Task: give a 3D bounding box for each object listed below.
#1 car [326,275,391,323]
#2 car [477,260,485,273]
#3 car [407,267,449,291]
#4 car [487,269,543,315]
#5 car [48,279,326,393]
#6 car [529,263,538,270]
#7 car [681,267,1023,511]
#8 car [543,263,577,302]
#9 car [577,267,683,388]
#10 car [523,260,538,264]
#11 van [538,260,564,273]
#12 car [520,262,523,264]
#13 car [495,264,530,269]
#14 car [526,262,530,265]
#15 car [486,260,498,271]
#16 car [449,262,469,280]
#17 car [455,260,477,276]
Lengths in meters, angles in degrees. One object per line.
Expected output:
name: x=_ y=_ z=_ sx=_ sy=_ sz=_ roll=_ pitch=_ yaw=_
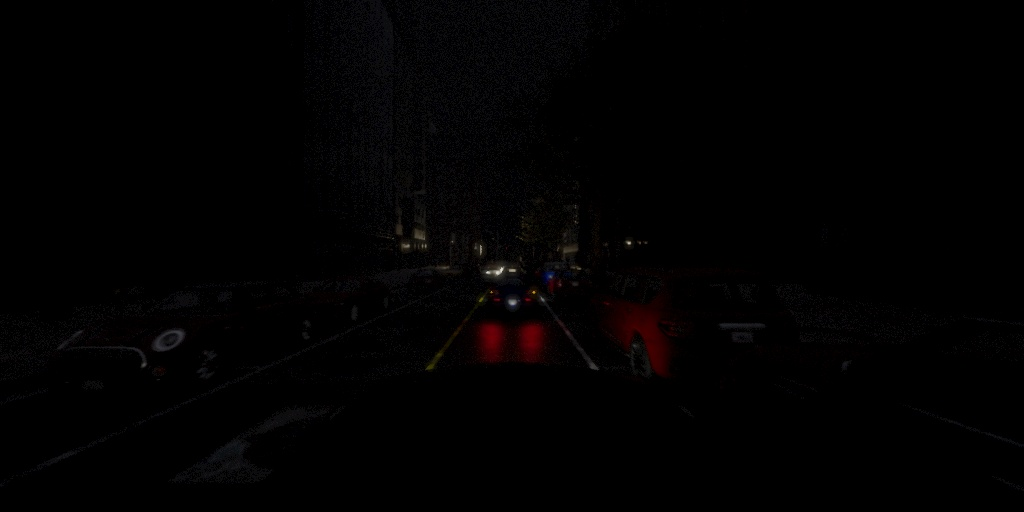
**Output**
car: x=-5.664 y=1.388 z=12.476 sx=1.888 sy=1.381 sz=4.507 roll=0 pitch=0 yaw=0
car: x=-5.652 y=1.537 z=51.945 sx=2.192 sy=1.841 sz=5.009 roll=0 pitch=0 yaw=0
car: x=-5.661 y=1.522 z=23.755 sx=1.802 sy=1.307 sz=4.207 roll=0 pitch=0 yaw=0
car: x=0.045 y=1.383 z=14.088 sx=1.812 sy=1.442 sz=4.674 roll=0 pitch=-1 yaw=1
car: x=-5.666 y=1.234 z=6.838 sx=1.967 sy=1.591 sz=4.097 roll=0 pitch=0 yaw=0
car: x=2.868 y=1.625 z=35.017 sx=1.802 sy=1.307 sz=4.207 roll=0 pitch=0 yaw=0
car: x=2.858 y=1.060 z=1.183 sx=2.192 sy=1.841 sz=5.009 roll=0 pitch=0 yaw=0
car: x=2.863 y=1.331 z=18.100 sx=1.967 sy=1.591 sz=4.097 roll=0 pitch=0 yaw=0
car: x=2.859 y=1.108 z=6.821 sx=2.192 sy=1.841 sz=5.009 roll=0 pitch=0 yaw=0
car: x=2.872 y=1.477 z=46.295 sx=2.192 sy=1.841 sz=5.009 roll=0 pitch=0 yaw=0
van: x=2.865 y=1.281 z=23.740 sx=1.690 sy=1.789 sz=3.998 roll=0 pitch=0 yaw=0
car: x=2.877 y=1.909 z=63.212 sx=1.948 sy=1.339 sz=4.313 roll=0 pitch=0 yaw=0
car: x=0.030 y=1.517 z=27.103 sx=2.033 sy=1.411 sz=5.357 roll=0 pitch=0 yaw=0
car: x=2.869 y=1.667 z=40.655 sx=1.948 sy=1.339 sz=4.313 roll=0 pitch=0 yaw=0
car: x=-3.038 y=1.779 z=59.307 sx=1.882 sy=1.535 sz=5.008 roll=0 pitch=-1 yaw=1
car: x=-5.658 y=1.569 z=34.861 sx=1.751 sy=1.417 sz=4.829 roll=0 pitch=0 yaw=0
car: x=-5.656 y=1.416 z=40.667 sx=2.192 sy=1.841 sz=5.009 roll=0 pitch=0 yaw=0
